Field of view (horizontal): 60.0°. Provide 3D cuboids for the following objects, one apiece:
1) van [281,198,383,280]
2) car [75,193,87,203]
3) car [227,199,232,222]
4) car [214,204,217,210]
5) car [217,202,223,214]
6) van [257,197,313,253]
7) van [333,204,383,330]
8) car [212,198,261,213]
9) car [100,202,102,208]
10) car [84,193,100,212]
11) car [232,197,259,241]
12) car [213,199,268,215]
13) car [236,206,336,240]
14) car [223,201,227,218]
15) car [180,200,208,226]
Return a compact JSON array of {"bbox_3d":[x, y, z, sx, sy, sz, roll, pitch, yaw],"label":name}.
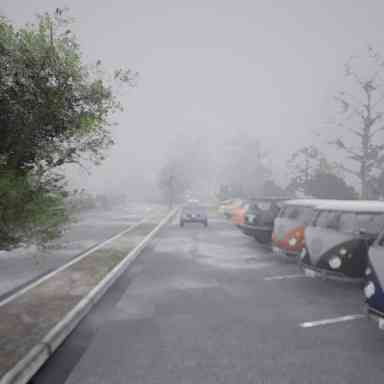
[{"bbox_3d":[4.725,1.258,8.191,4.442,1.987,1.878,1,0,-20],"label":"van"},{"bbox_3d":[-24.279,1.395,72.808,2.435,2.045,5.566,1,-3,-19],"label":"car"},{"bbox_3d":[4.808,1.358,20.133,4.553,1.767,2.185,1,0,-20],"label":"car"},{"bbox_3d":[5.025,1.483,29.968,5.366,1.575,1.946,1,0,-20],"label":"car"},{"bbox_3d":[4.821,1.513,26.493,4.792,1.488,2.163,1,0,-20],"label":"car"},{"bbox_3d":[4.725,1.258,11.168,4.442,1.987,1.878,1,0,-20],"label":"van"},{"bbox_3d":[4.726,1.258,5.212,4.442,1.987,1.878,1,0,-20],"label":"van"},{"bbox_3d":[4.870,1.483,36.687,4.892,1.521,2.231,1,0,-20],"label":"car"},{"bbox_3d":[-13.433,1.440,39.193,5.366,1.575,1.946,-1,1,-20],"label":"car"},{"bbox_3d":[-13.300,1.204,36.218,5.566,2.045,2.435,-1,0,-20],"label":"car"},{"bbox_3d":[4.862,1.234,14.199,5.566,2.045,2.435,1,0,-20],"label":"car"},{"bbox_3d":[4.852,1.484,33.293,4.892,1.521,2.231,1,0,-20],"label":"car"},{"bbox_3d":[4.837,1.525,17.161,4.674,1.452,2.002,1,0,-20],"label":"car"},{"bbox_3d":[4.873,1.359,23.124,4.553,1.767,2.185,1,0,-20],"label":"car"},{"bbox_3d":[0.112,1.545,23.198,2.033,1.411,5.357,0,0,0],"label":"car"}]
